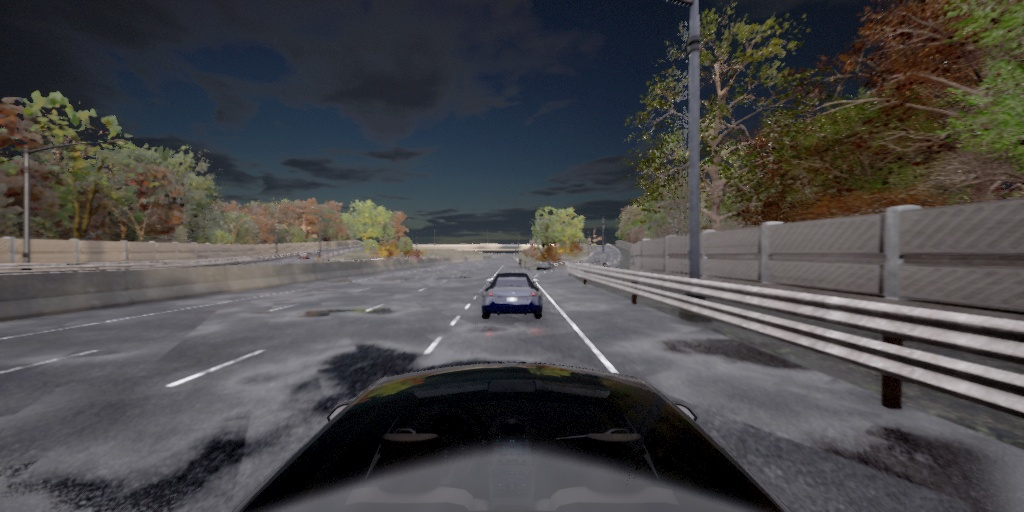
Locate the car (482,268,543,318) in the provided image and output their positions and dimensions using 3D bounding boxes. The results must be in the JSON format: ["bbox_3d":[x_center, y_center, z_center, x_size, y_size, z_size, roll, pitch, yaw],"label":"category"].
[{"bbox_3d":[0.006,1.294,12.976,1.994,1.385,4.181,0,0,0],"label":"car"}]

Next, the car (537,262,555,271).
[{"bbox_3d":[5.290,1.543,55.037,1.994,1.385,4.181,0,-1,20],"label":"car"}]
